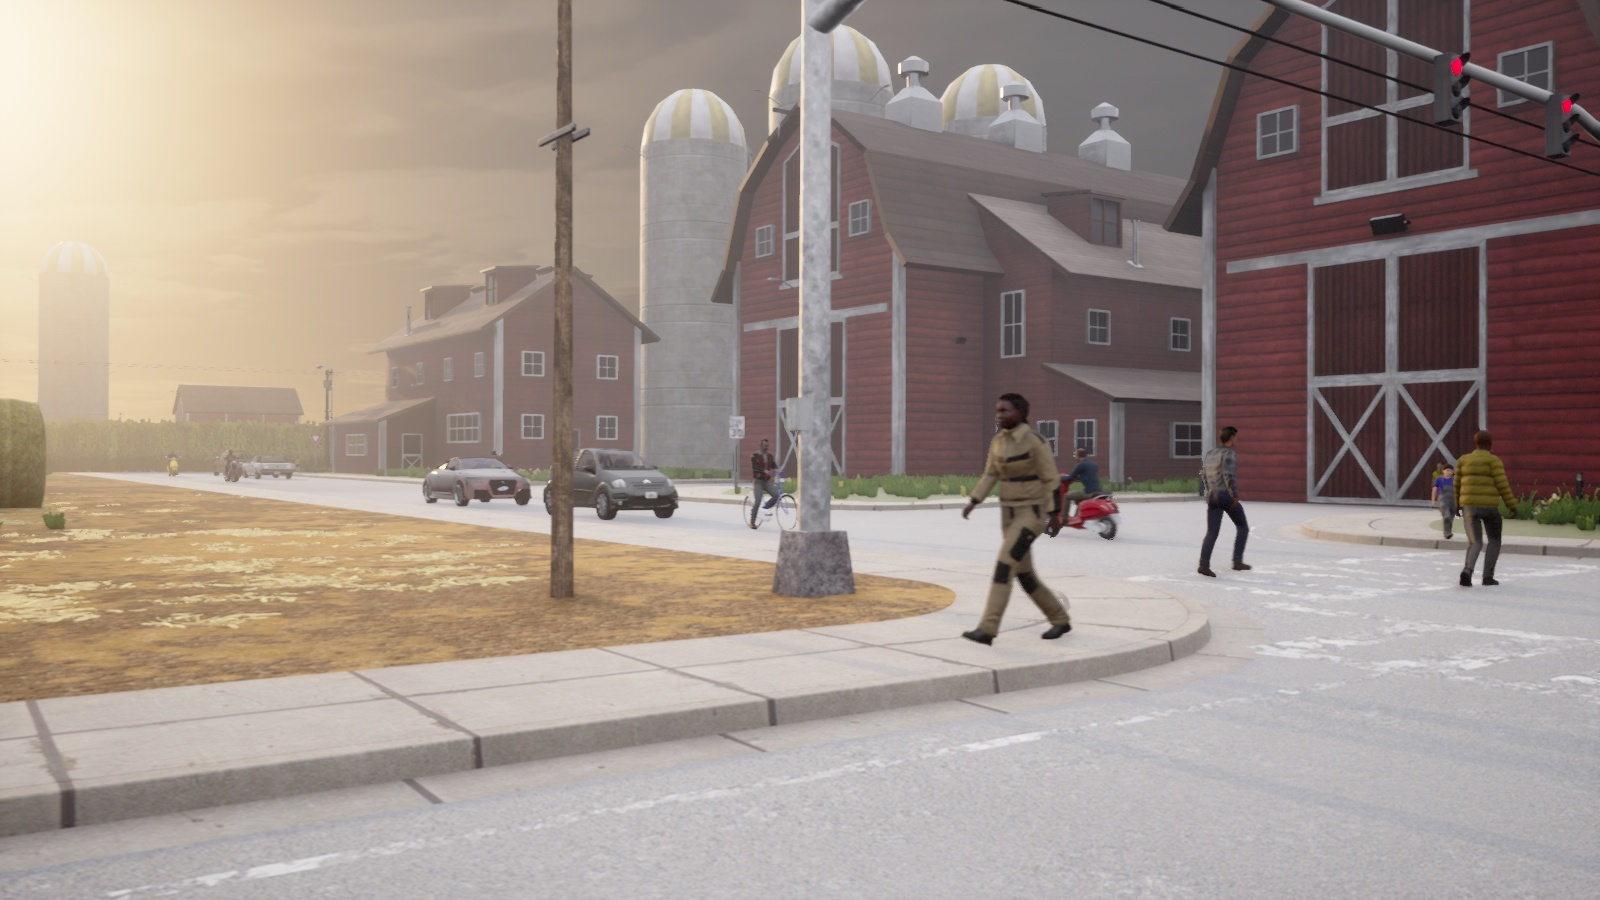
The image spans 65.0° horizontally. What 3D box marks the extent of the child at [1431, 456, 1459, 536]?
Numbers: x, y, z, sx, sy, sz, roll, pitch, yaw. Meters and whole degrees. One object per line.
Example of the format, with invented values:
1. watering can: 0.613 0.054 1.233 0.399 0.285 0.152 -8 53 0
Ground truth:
1. child: 10.371 0.731 20.187 0.270 1.263 0.437 0 0 8

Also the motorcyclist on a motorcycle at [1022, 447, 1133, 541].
1. motorcyclist on a motorcycle: 4.906 0.750 22.305 0.866 1.590 1.817 0 0 -36

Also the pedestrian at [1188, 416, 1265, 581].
1. pedestrian: 5.137 0.575 15.138 0.788 1.949 0.423 0 0 -23

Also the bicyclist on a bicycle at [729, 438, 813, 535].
1. bicyclist on a bicycle: -0.573 0.671 23.904 0.659 1.776 1.843 -1 0 -36

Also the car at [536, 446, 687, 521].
1. car: -4.452 0.726 29.270 1.851 1.617 3.988 0 0 -36

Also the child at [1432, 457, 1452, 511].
1. child: 13.957 0.734 27.305 0.299 1.160 0.473 0 0 40

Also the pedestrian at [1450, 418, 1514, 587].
1. pedestrian: 7.596 0.570 13.984 0.726 1.835 0.370 0 0 -39

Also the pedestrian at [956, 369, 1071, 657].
1. pedestrian: 1.490 0.423 8.761 0.692 1.930 0.396 0 0 -28

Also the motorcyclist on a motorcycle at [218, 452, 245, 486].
1. motorcyclist on a motorcycle: -27.943 0.906 61.742 0.766 1.649 2.350 0 0 -36

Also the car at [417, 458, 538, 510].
1. car: -9.297 0.918 35.974 1.994 1.385 4.181 0 0 -36

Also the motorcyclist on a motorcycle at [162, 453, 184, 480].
1. motorcyclist on a motorcycle: -37.300 0.960 74.642 0.866 1.590 1.817 0 0 -36

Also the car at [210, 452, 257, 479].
1. car: -34.930 0.914 77.371 1.851 1.617 3.988 0 0 -36

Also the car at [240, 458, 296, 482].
1. car: -29.843 1.089 70.337 1.895 1.301 4.718 0 0 -36
